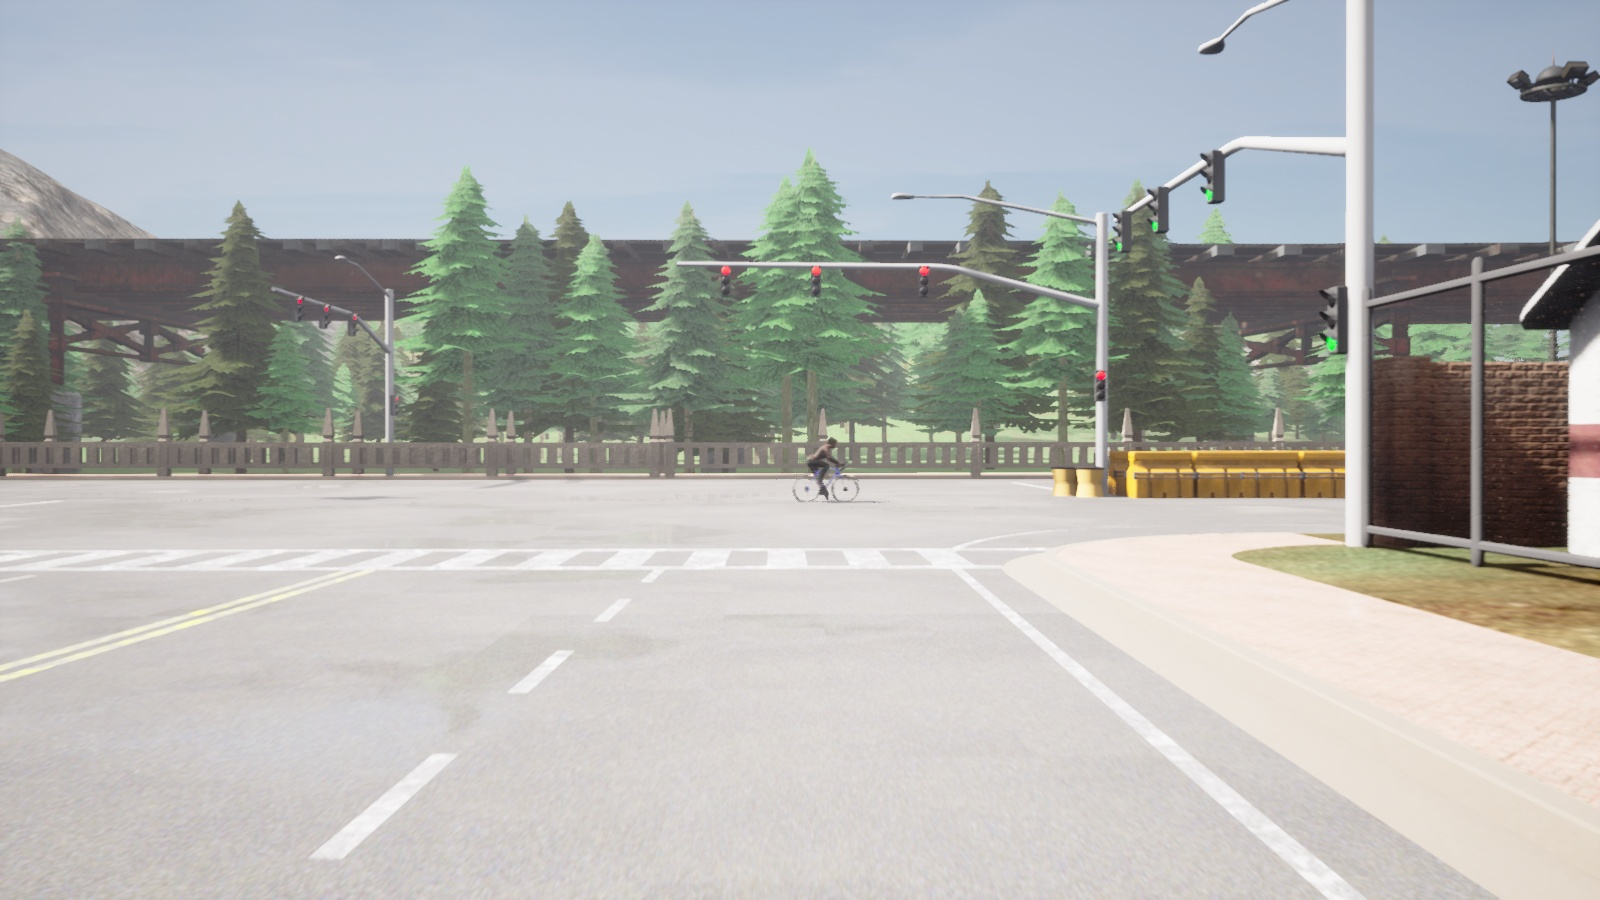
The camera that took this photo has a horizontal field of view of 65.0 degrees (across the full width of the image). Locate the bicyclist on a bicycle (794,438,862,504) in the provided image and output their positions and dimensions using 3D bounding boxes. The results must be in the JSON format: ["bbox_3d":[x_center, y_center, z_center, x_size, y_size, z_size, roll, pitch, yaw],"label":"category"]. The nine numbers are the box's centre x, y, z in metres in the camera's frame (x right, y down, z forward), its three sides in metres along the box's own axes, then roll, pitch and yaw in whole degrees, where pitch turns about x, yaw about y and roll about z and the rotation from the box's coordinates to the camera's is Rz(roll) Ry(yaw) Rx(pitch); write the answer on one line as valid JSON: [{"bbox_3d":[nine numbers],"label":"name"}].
[{"bbox_3d":[0.683,0.524,31.210,1.656,1.620,0.582,0,0,-1],"label":"bicyclist on a bicycle"}]
